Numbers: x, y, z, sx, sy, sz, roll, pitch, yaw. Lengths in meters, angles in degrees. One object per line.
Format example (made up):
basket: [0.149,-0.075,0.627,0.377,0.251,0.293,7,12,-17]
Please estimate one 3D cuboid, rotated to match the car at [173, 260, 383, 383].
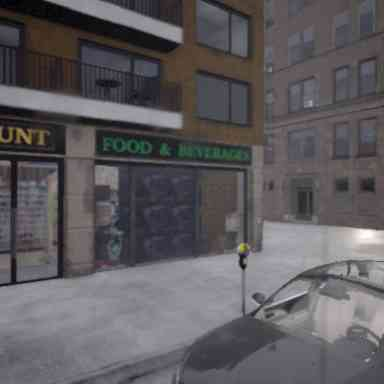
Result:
car: [1.843,1.545,3.680,4.403,1.369,2.008,0,0,-35]
